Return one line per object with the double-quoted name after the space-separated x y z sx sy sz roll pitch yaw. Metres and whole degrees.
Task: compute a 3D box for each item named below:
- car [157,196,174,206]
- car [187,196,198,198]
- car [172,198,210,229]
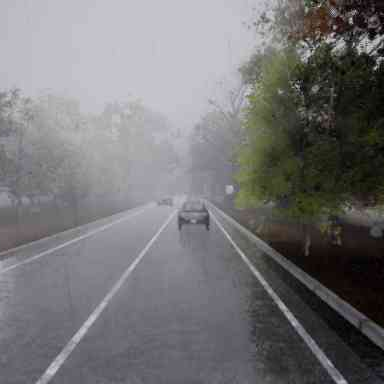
-3.513 1.191 44.483 1.994 1.385 4.181 0 1 0 "car"
0.095 1.215 41.161 2.033 1.411 5.357 0 1 0 "car"
0.095 1.367 20.601 2.128 1.511 4.902 0 0 0 "car"
